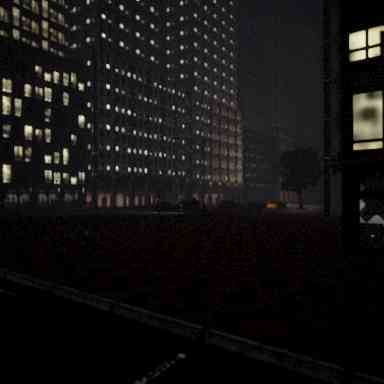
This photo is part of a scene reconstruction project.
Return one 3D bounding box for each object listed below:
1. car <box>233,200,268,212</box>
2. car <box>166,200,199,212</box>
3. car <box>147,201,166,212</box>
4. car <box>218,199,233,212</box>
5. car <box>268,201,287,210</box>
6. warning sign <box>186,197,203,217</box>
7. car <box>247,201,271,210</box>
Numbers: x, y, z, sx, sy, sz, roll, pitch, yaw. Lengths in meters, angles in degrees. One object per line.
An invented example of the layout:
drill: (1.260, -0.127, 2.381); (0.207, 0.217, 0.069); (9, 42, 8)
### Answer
car: (8.504, 2.144, 48.084); (2.033, 1.411, 5.357); (0, -1, 37)
car: (-0.993, 1.872, 46.373); (2.097, 1.767, 4.553); (0, -1, 37)
car: (-4.343, 2.043, 47.313); (1.812, 1.442, 4.674); (0, -1, 37)
car: (5.762, 1.965, 49.839); (2.097, 1.767, 4.553); (0, -1, 37)
car: (14.354, 2.237, 56.101); (1.882, 1.535, 5.008); (0, -1, 36)
warning sign: (0.247, 1.409, 32.131); (1.300, 1.860, 1.060); (1, 0, 36)
car: (11.737, 2.325, 58.028); (2.033, 1.411, 5.357); (0, -1, 36)
